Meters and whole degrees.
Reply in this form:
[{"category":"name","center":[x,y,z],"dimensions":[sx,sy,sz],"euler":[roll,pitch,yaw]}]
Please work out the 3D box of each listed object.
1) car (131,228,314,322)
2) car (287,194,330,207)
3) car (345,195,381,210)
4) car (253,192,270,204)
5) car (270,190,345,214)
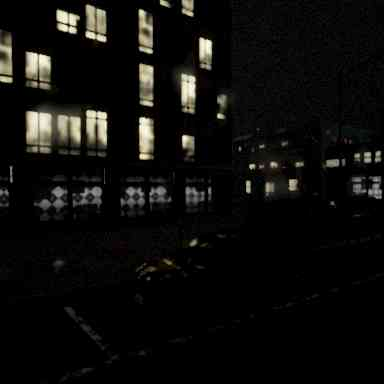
[{"category":"car","center":[0.835,1.504,7.149],"dimensions":[4.313,1.339,1.947],"euler":[-1,1,-35]},{"category":"car","center":[12.826,0.922,36.730],"dimensions":[1.802,1.307,4.206],"euler":[0,1,-36]},{"category":"car","center":[16.109,0.952,32.261],"dimensions":[1.887,1.381,4.507],"euler":[0,1,-36]},{"category":"car","center":[9.543,0.713,41.201],"dimensions":[1.967,1.590,4.097],"euler":[0,1,-36]},{"category":"car","center":[9.357,0.792,27.300],"dimensions":[2.192,1.841,5.009],"euler":[0,1,-36]}]
